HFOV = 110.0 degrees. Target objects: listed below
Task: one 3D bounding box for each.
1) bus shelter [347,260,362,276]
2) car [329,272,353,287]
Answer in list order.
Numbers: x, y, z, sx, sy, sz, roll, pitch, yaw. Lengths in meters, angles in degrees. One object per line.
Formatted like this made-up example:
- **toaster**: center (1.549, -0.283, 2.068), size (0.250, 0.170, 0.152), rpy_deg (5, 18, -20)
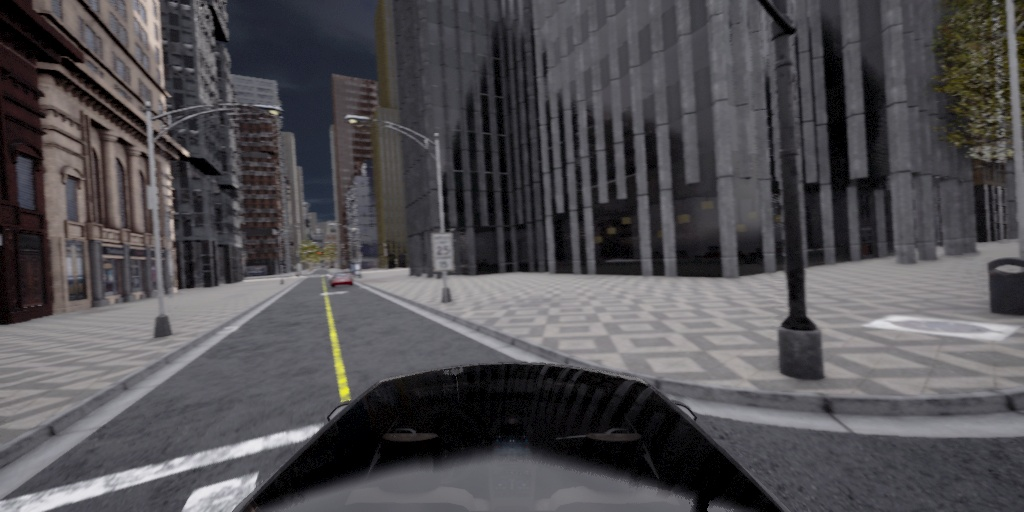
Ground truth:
- **bus shelter**: center (-24.764, 2.137, 57.118), size (1.920, 2.740, 3.880), rpy_deg (0, 0, -28)
- **car**: center (-17.467, 2.390, 36.756), size (1.994, 1.385, 4.181), rpy_deg (-4, 0, -27)
